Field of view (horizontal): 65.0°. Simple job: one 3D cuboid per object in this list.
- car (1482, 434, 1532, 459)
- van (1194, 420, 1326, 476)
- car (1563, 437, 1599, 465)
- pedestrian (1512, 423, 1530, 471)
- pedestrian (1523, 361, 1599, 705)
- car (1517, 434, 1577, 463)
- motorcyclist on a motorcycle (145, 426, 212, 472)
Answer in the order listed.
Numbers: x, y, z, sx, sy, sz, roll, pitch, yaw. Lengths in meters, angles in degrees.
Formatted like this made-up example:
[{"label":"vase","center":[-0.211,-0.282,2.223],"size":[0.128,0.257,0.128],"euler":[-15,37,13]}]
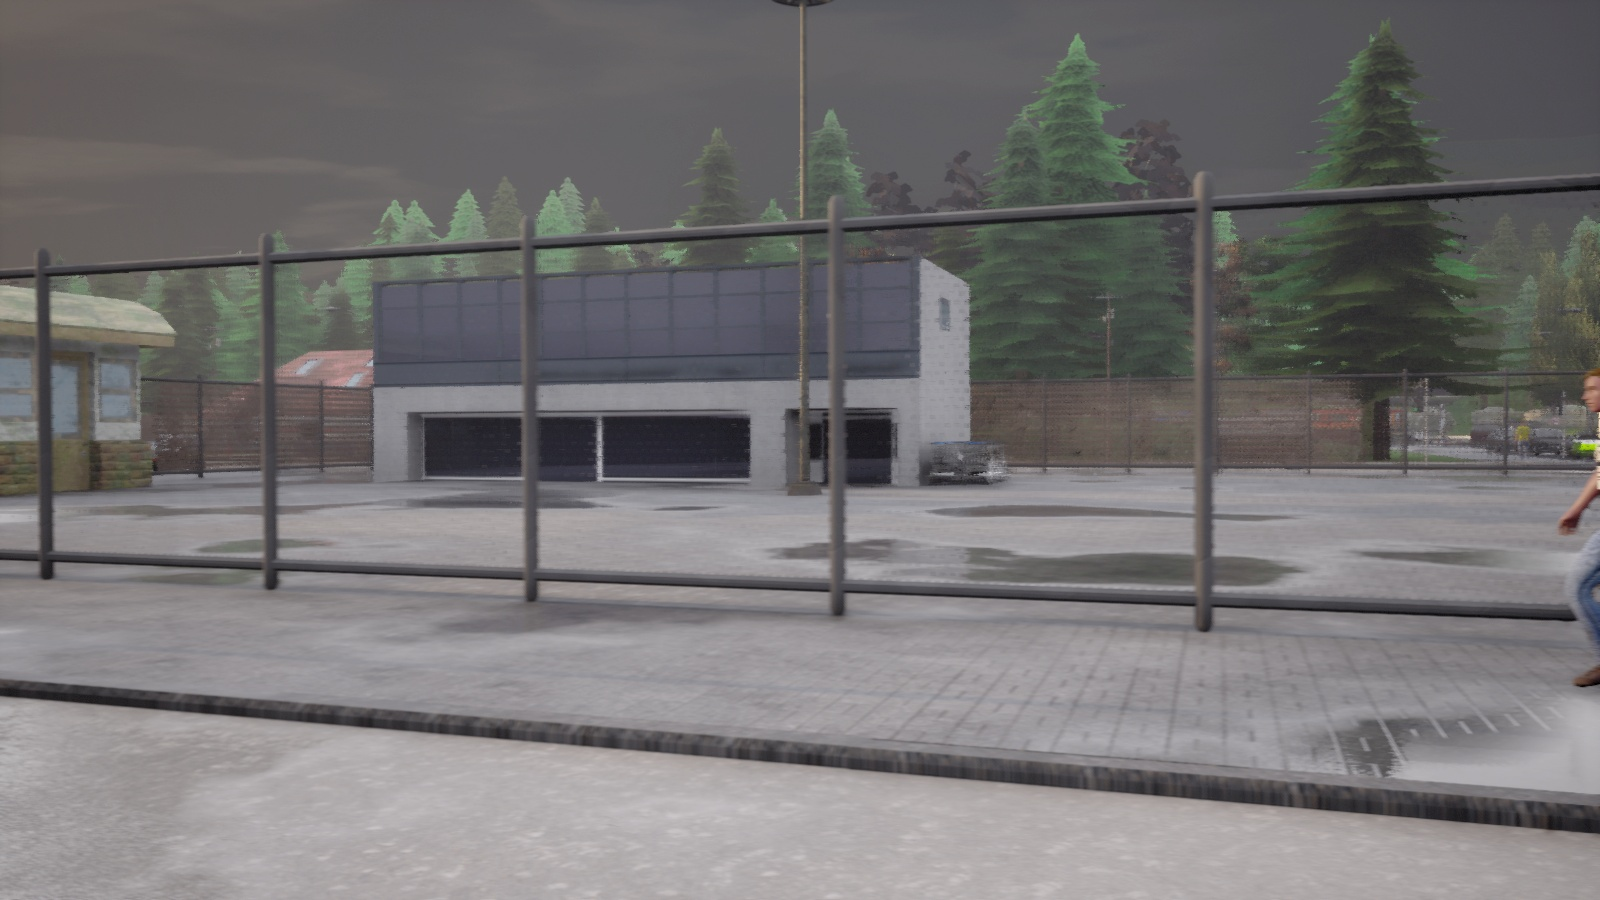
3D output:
[{"label":"car","center":[44.175,-0.263,78.514],"size":[1.837,1.490,4.892],"euler":[1,1,19]},{"label":"van","center":[16.744,-0.093,45.892],"size":[4.442,1.987,1.775],"euler":[1,1,19]},{"label":"car","center":[38.378,0.041,61.259],"size":[1.481,1.376,2.207],"euler":[1,1,19]},{"label":"pedestrian","center":[27.445,-0.113,47.823],"size":[0.354,1.836,0.706],"euler":[0,1,10]},{"label":"pedestrian","center":[4.369,0.443,6.844],"size":[0.706,1.836,0.354],"euler":[1,1,27]},{"label":"car","center":[40.963,-0.123,68.988],"size":[1.837,1.490,4.892],"euler":[1,1,19]},{"label":"motorcyclist on a motorcycle","center":[-23.035,-0.048,46.595],"size":[0.766,1.649,2.350],"euler":[1,1,19]}]
